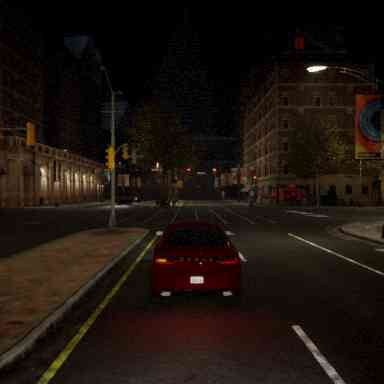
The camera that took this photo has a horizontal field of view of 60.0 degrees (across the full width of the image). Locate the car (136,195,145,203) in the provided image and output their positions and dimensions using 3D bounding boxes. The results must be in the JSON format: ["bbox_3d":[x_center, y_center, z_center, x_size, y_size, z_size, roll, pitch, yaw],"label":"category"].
[{"bbox_3d":[-11.730,1.540,68.781,2.033,1.411,5.357,0,0,0],"label":"car"}]

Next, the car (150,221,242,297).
[{"bbox_3d":[0.054,1.478,8.634,1.882,1.535,5.008,0,0,-1],"label":"car"}]

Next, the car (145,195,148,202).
[{"bbox_3d":[-11.765,1.478,79.260,1.882,1.535,5.008,0,0,0],"label":"car"}]

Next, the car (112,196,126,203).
[{"bbox_3d":[-14.979,1.595,68.835,1.895,1.301,4.718,0,0,0],"label":"car"}]

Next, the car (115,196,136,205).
[{"bbox_3d":[-11.753,1.601,58.707,1.895,1.301,4.718,0,0,0],"label":"car"}]
